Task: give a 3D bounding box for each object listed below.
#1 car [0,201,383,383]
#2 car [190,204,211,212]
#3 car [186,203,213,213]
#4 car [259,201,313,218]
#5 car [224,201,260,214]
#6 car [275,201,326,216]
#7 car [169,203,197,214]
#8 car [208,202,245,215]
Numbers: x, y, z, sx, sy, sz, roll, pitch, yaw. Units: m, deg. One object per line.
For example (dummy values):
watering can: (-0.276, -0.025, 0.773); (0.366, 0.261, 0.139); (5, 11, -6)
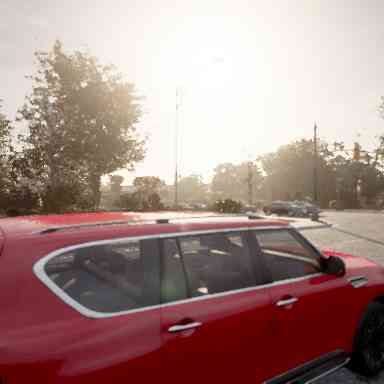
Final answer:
car: (0.203, 1.226, 3.885); (5.566, 2.045, 2.150); (0, 0, -35)
car: (1.530, 3.139, 64.830); (1.812, 1.442, 4.674); (0, -3, -32)
car: (1.081, 2.557, 52.050); (1.837, 1.490, 4.892); (0, -3, -32)
car: (9.124, 1.672, 32.690); (2.128, 1.511, 4.902); (0, -1, -32)
car: (6.430, 2.051, 43.540); (1.837, 1.490, 4.892); (0, -3, -32)
car: (11.496, 1.705, 35.466); (2.128, 1.511, 4.902); (0, -2, -33)
car: (-1.398, 2.502, 49.415); (1.837, 1.490, 4.892); (0, -3, -32)
car: (4.135, 1.990, 40.609); (1.837, 1.490, 4.892); (0, -3, -32)
